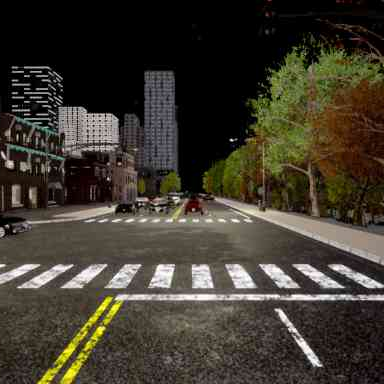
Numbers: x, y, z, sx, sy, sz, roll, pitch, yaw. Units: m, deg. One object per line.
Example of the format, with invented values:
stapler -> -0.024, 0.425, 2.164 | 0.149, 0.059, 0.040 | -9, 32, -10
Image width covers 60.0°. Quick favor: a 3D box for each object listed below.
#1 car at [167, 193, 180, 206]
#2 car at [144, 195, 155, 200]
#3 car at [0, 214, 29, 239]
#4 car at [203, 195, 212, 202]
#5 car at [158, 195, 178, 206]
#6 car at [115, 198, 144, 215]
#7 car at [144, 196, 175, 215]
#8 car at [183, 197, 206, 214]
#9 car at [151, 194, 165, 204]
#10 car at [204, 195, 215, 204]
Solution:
car -> -3.206, 1.202, 55.229 | 2.150, 2.045, 5.566 | 0, 0, 1
car -> -6.504, 1.477, 42.832 | 2.128, 1.511, 4.902 | 0, 0, 0
car -> -10.760, 1.569, 16.477 | 4.892, 1.490, 1.837 | -2, 1, -7
car -> 3.399, 1.448, 74.284 | 1.882, 1.535, 5.008 | 0, 0, 0
car -> -3.244, 1.490, 44.504 | 1.837, 1.490, 4.892 | 0, 0, 0
car -> -6.524, 1.554, 33.955 | 1.994, 1.385, 4.181 | 0, 0, 0
car -> -3.272, 1.481, 34.262 | 2.128, 1.511, 4.902 | 0, 0, 0
car -> 0.176, 1.515, 34.528 | 1.812, 1.442, 4.674 | 0, 0, 0
car -> -6.425, 1.329, 62.643 | 2.097, 1.767, 4.553 | 0, 0, 1
car -> 3.480, 1.468, 64.015 | 2.128, 1.511, 4.902 | 0, 0, 0
